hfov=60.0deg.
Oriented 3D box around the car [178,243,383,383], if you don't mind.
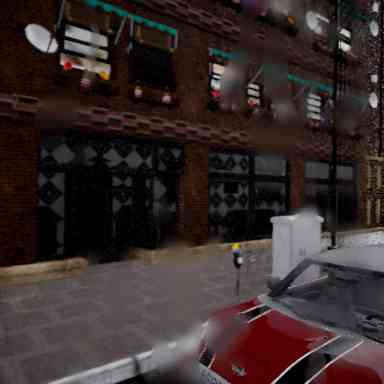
[{"bbox_3d":[1.829,1.424,3.632,4.097,1.590,1.967,0,1,-36],"label":"car"}]
